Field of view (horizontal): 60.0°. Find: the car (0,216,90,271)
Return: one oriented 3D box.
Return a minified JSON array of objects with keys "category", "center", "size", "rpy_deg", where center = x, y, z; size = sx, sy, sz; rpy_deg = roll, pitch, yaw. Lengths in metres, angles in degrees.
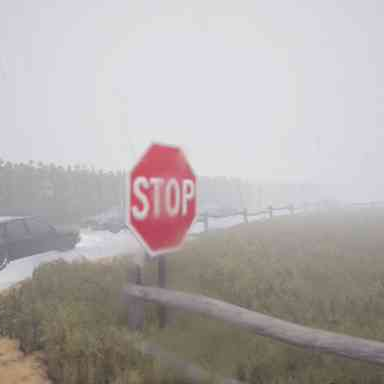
[{"category":"car","center":[-5.776,1.484,10.672],"size":[2.033,1.411,5.357],"rpy_deg":[0,0,15]}]

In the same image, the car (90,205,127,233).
[{"category":"car","center":[-3.738,1.464,19.266],"size":[2.033,1.411,5.357],"rpy_deg":[0,0,35]}]

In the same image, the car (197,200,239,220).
[{"category":"car","center":[2.100,1.408,27.481],"size":[2.128,1.511,4.902],"rpy_deg":[0,0,35]}]

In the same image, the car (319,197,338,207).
[{"category":"car","center":[18.514,1.426,44.975],"size":[2.128,1.511,4.902],"rpy_deg":[0,0,36]}]
